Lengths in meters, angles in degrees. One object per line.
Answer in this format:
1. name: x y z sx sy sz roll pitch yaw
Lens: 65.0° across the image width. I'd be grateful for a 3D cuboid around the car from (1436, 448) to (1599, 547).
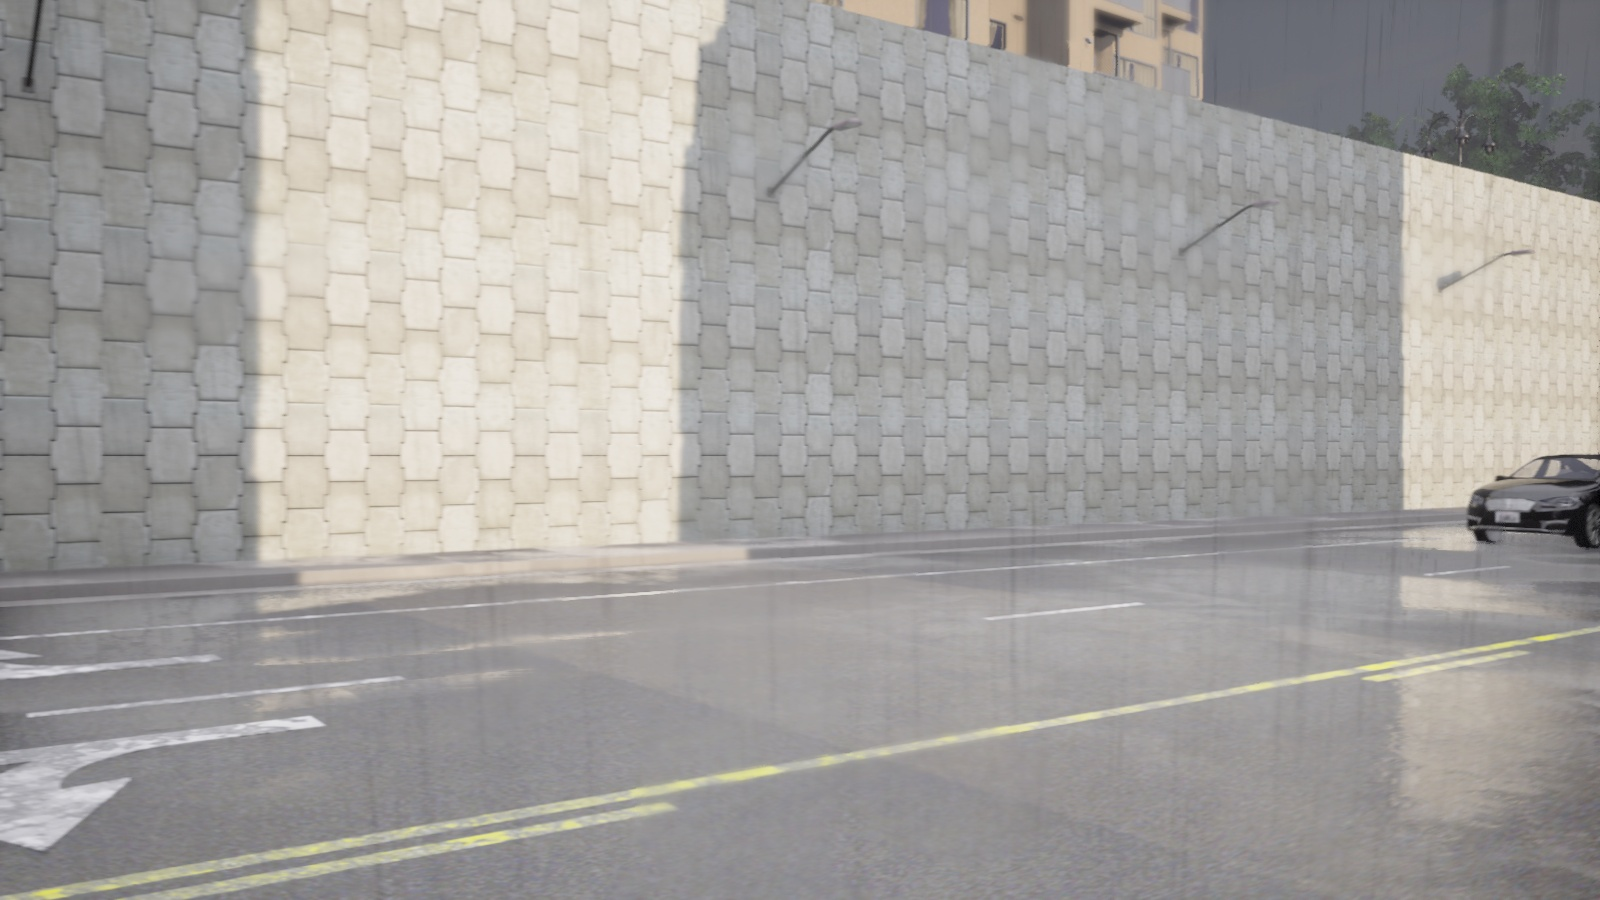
1. car: 13.180 0.725 21.361 4.902 1.511 2.128 0 0 -35
